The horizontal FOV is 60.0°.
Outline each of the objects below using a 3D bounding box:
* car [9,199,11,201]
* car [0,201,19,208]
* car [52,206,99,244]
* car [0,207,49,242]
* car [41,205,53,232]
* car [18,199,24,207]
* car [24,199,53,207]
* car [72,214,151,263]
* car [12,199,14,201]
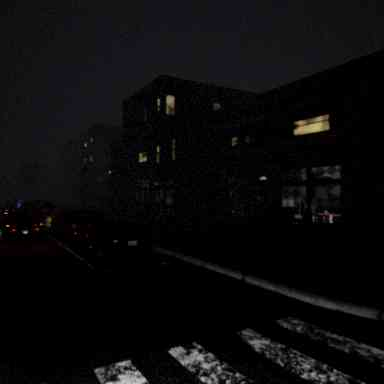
[{"bbox_3d":[-34.259,2.355,65.136,1.802,1.307,4.206,-1,0,-31],"label":"car"},{"bbox_3d":[-21.936,2.094,39.351,1.895,1.301,4.718,0,-1,-31],"label":"car"},{"bbox_3d":[-5.859,1.667,17.476,1.967,1.590,4.097,-1,0,-31],"label":"car"},{"bbox_3d":[-9.268,1.775,18.172,1.812,1.442,4.674,0,-1,-31],"label":"car"},{"bbox_3d":[-8.786,1.809,22.388,1.752,1.417,4.829,-1,0,-31],"label":"car"},{"bbox_3d":[-20.060,1.941,41.306,1.967,1.590,4.097,-1,0,-31],"label":"car"},{"bbox_3d":[-14.382,1.707,31.774,2.192,1.841,5.009,-1,0,-31],"label":"car"},{"bbox_3d":[-3.017,1.738,12.710,1.947,1.339,4.313,-1,0,-31],"label":"car"},{"bbox_3d":[-28.579,2.209,55.604,1.887,1.381,4.507,-1,0,-31],"label":"car"}]
